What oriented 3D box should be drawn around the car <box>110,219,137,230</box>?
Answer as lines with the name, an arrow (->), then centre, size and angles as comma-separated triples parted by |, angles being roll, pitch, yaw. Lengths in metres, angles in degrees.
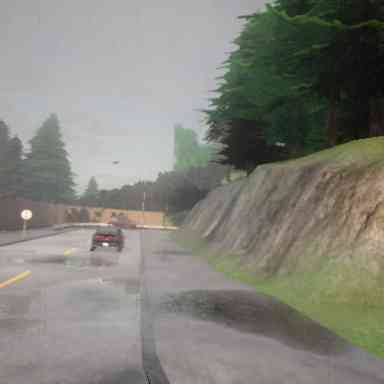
car -> -11.023, 4.961, 52.427 | 4.553, 1.767, 2.097 | 3, -5, 21

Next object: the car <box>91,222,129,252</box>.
car -> -5.386, 2.985, 21.718 | 1.837, 1.490, 4.892 | 4, -5, -9
